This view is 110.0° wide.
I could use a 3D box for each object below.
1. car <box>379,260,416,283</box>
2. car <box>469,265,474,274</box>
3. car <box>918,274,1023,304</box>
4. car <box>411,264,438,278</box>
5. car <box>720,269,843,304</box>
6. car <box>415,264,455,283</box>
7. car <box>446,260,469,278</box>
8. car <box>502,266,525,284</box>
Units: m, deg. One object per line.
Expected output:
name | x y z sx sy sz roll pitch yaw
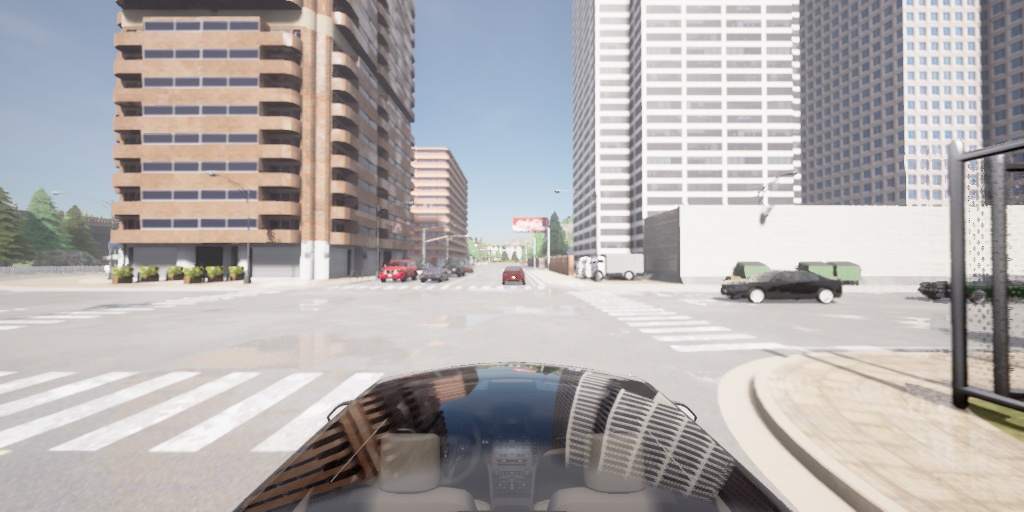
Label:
car | -10.535 1.386 33.734 2.150 2.045 5.566 0 -1 0
car | -6.959 2.037 54.571 1.895 1.301 4.718 0 -1 1
car | 22.231 1.496 16.775 4.718 1.301 1.895 0 -1 0
car | -10.522 1.784 43.578 2.128 1.511 4.902 0 -1 0
car | 12.449 1.371 16.775 5.008 1.535 1.882 0 -1 0
car | -7.040 1.707 33.288 2.033 1.411 5.357 0 -1 0
car | -7.023 1.514 43.481 2.150 2.045 5.566 0 -1 0
car | 0.146 1.617 31.647 1.882 1.535 5.008 0 -1 0
